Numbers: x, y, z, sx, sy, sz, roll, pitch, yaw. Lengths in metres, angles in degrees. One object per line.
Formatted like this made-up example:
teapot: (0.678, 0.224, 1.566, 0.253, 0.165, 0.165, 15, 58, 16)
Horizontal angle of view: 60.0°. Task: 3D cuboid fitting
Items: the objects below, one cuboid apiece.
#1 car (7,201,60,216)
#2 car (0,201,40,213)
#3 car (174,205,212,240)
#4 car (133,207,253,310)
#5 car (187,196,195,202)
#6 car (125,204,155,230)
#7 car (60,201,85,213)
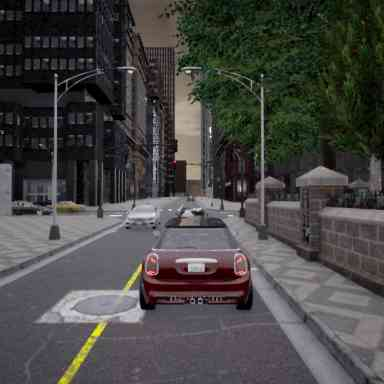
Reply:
car: (-14.744, 1.517, 30.019, 4.403, 1.369, 2.008, 0, -1, 0)
car: (-20.249, 1.707, 38.552, 4.403, 1.369, 2.008, 0, -1, 0)
car: (0.034, 1.540, 18.112, 1.812, 1.442, 4.674, 0, 0, 0)
car: (0.070, 1.356, 7.985, 2.097, 1.767, 4.553, 0, 0, 0)
car: (-0.288, 1.722, 81.283, 1.812, 1.442, 4.674, 0, 0, 0)
car: (-3.075, 1.545, 21.581, 1.812, 1.442, 4.674, 0, 0, 0)
car: (-14.906, 1.675, 38.543, 4.829, 1.417, 1.752, 0, -1, 0)
